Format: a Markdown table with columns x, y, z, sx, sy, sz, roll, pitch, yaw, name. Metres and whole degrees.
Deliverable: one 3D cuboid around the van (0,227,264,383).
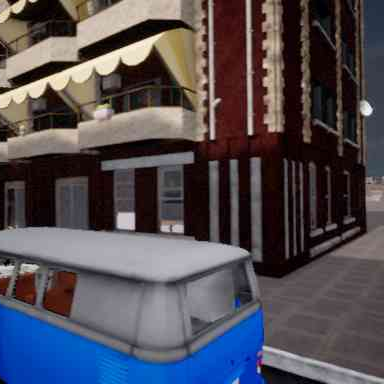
| x | y | z | sx | sy | sz | roll | pitch | yaw | name |
| --- | --- | --- | --- | --- | --- | --- | --- | --- | --- |
| -1.200 | 1.366 | 3.744 | 3.998 | 1.788 | 1.690 | -1 | -1 | 36 | van |
